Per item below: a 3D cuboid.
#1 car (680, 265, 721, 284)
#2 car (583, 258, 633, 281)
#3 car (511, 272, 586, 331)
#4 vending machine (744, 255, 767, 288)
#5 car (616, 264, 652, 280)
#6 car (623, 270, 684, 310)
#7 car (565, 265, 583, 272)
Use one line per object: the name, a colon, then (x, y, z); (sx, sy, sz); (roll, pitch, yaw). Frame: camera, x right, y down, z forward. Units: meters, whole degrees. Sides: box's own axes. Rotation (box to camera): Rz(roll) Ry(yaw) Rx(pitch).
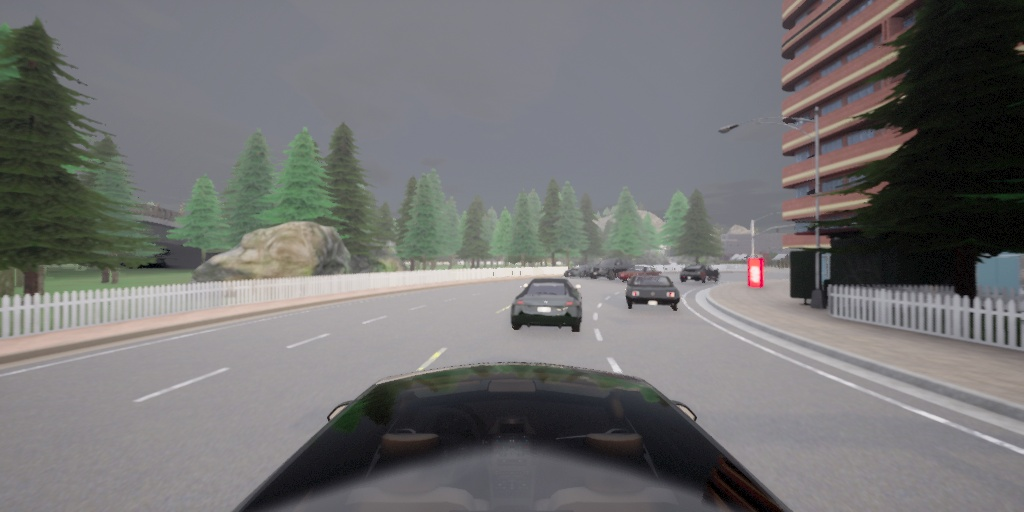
car: (15.552, 1.459, 29.519); (4.892, 1.490, 1.837); (1, -1, -43)
car: (9.386, 1.206, 33.634); (5.566, 2.045, 2.150); (0, -1, -44)
car: (1.229, 1.386, 11.386); (1.994, 1.385, 4.181); (0, 0, 11)
vending machine: (15.847, 1.105, 23.293); (1.100, 2.100, 0.880); (0, 0, 41)
car: (10.814, 1.558, 29.846); (1.895, 1.301, 4.718); (0, -1, 43)
car: (5.879, 1.451, 15.282); (1.895, 1.301, 4.718); (0, 0, 18)
car: (7.019, 1.565, 35.981); (4.181, 1.385, 1.994); (0, -1, -43)
